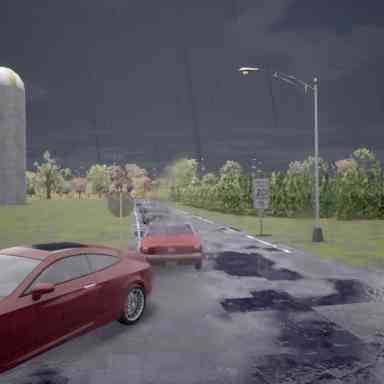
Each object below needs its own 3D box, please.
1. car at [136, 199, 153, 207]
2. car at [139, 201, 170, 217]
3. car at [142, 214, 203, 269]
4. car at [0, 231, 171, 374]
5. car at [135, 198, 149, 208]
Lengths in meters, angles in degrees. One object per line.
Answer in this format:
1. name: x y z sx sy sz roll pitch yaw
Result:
1. car: -5.326 1.673 39.486 2.128 1.511 4.902 -1 0 -11
2. car: -2.762 1.681 25.249 1.994 1.385 4.181 -1 0 -11
3. car: -0.742 1.664 11.376 1.895 1.301 4.718 -1 0 -5
4. car: -2.392 1.557 5.059 1.812 1.442 4.674 0 -1 29
5. car: -8.421 1.820 55.831 1.994 1.385 4.181 -1 0 -11
